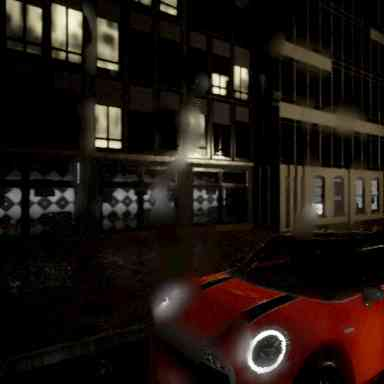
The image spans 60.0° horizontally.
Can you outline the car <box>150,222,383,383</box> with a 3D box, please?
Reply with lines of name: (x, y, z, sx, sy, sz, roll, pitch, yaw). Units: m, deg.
car: (1.708, 1.372, 4.586, 4.553, 1.767, 2.097, 0, 0, -35)
